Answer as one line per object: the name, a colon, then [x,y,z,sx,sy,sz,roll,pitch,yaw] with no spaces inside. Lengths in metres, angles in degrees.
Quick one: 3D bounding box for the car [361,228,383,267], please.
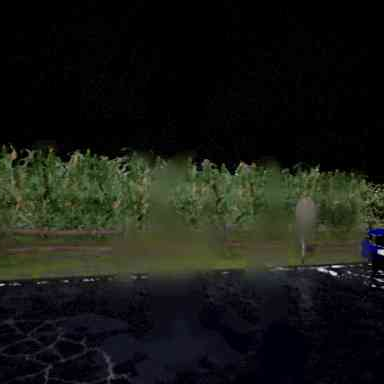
car: [8.492,1.636,11.340,5.566,2.045,2.150,3,-1,-21]
